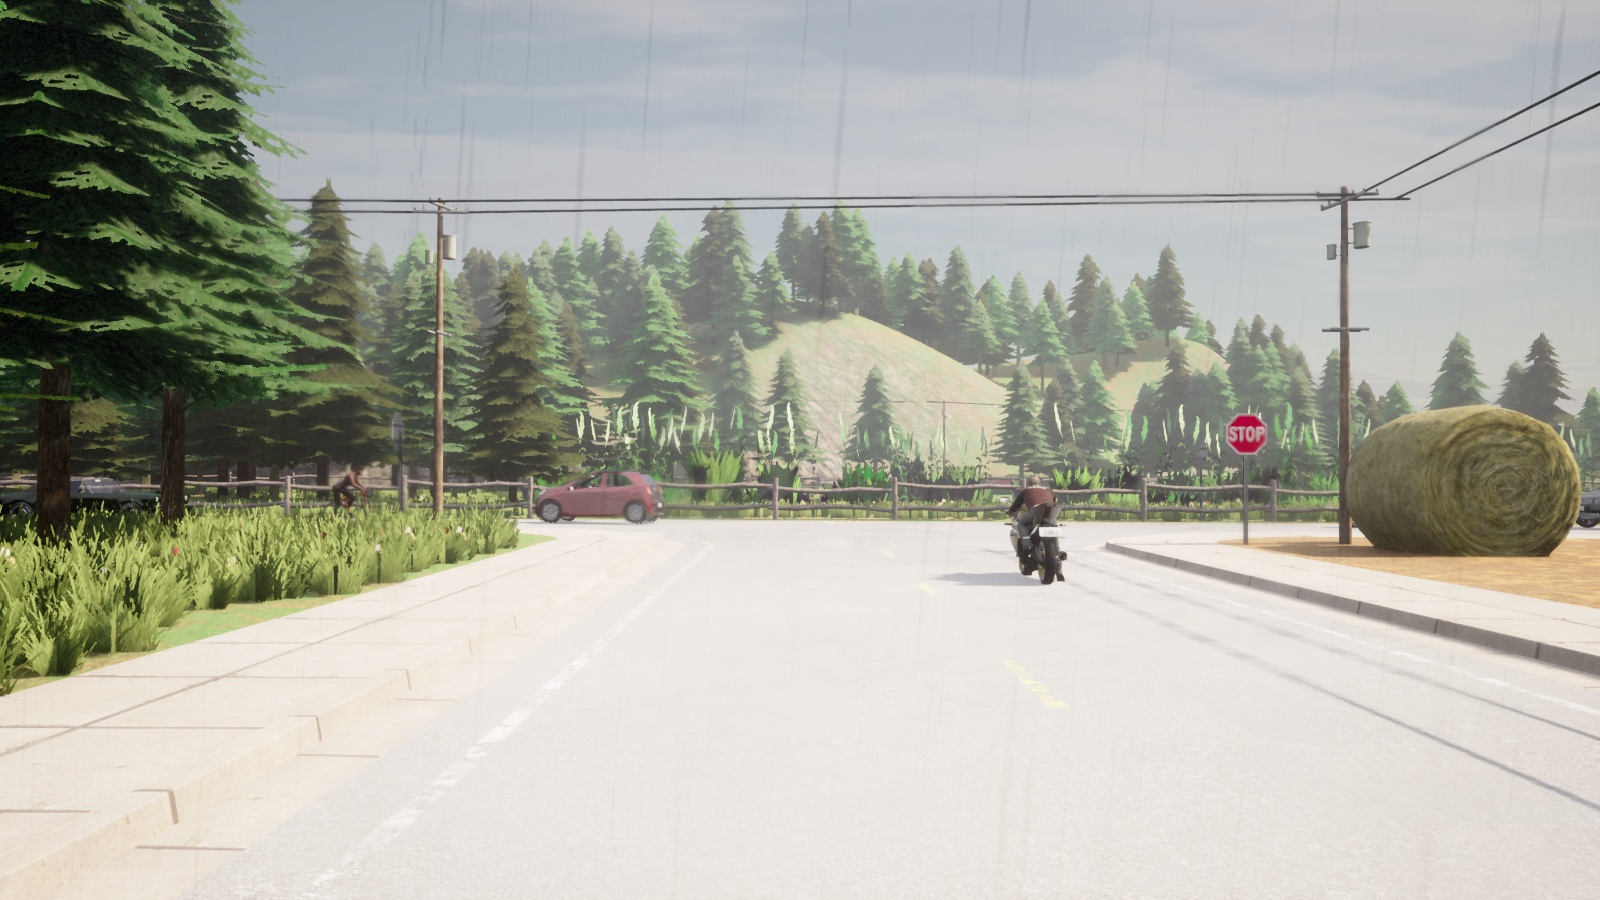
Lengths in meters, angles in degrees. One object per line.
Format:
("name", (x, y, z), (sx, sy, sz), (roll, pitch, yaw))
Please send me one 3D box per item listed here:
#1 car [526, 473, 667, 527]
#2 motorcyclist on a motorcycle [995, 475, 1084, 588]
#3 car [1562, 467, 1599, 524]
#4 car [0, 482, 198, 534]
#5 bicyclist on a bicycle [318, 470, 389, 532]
("car", (-5.831, 1.423, 36.164), (3.633, 1.501, 1.845), (0, -1, 8))
("motorcyclist on a motorcycle", (3.450, 1.143, 18.311), (0.866, 1.530, 2.191), (0, -1, 0))
("car", (23.568, 1.248, 34.871), (3.705, 1.549, 1.789), (0, -1, 3))
("car", (-18.776, 1.513, 33.294), (4.718, 1.301, 1.895), (0, -1, 2))
("bicyclist on a bicycle", (-11.723, 1.332, 32.986), (1.656, 1.620, 0.582), (0, -1, 3))
